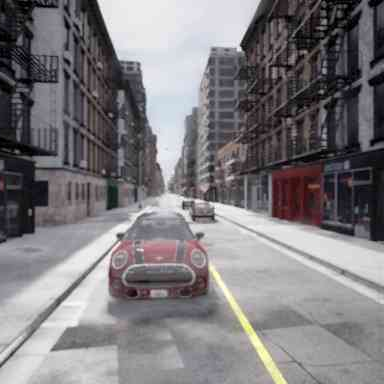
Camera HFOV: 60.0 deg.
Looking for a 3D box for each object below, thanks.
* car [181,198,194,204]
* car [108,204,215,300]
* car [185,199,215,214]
[{"bbox_3d":[-0.444,1.548,44.475,2.128,1.511,4.902,0,0,-4],"label":"car"},{"bbox_3d":[-0.807,1.364,8.622,2.097,1.767,4.553,0,0,-4],"label":"car"},{"bbox_3d":[0.801,1.591,27.999,2.033,1.411,5.357,0,0,-4],"label":"car"}]
